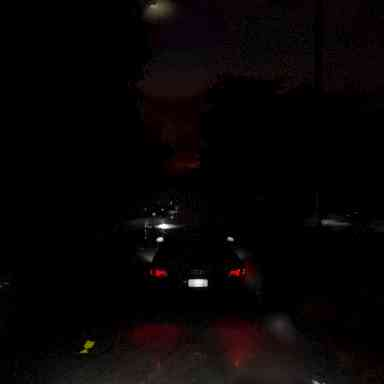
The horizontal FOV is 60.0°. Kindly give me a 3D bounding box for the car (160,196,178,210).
[{"bbox_3d":[-3.181,1.255,40.915,2.097,1.767,4.553,0,0,0],"label":"car"}]

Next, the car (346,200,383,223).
[{"bbox_3d":[13.000,1.313,22.682,4.674,1.442,1.812,-1,1,2],"label":"car"}]

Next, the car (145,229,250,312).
[{"bbox_3d":[0.083,1.556,7.812,1.994,1.385,4.181,0,0,-1],"label":"car"}]

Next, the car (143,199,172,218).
[{"bbox_3d":[-3.164,1.536,29.822,1.895,1.301,4.718,1,0,0],"label":"car"}]
